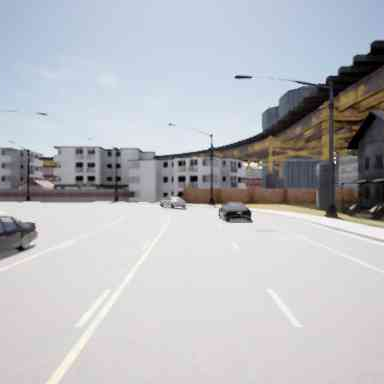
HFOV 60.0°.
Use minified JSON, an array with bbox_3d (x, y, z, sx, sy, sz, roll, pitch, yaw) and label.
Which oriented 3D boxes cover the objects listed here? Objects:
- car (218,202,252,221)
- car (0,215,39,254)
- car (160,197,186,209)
[{"bbox_3d":[3.244,1.453,25.806,1.994,1.385,4.181,0,0,-5],"label":"car"},{"bbox_3d":[-7.086,1.500,11.093,2.033,1.411,5.357,0,0,0],"label":"car"},{"bbox_3d":[-2.468,1.343,42.529,1.812,1.442,4.674,0,0,-32],"label":"car"}]
